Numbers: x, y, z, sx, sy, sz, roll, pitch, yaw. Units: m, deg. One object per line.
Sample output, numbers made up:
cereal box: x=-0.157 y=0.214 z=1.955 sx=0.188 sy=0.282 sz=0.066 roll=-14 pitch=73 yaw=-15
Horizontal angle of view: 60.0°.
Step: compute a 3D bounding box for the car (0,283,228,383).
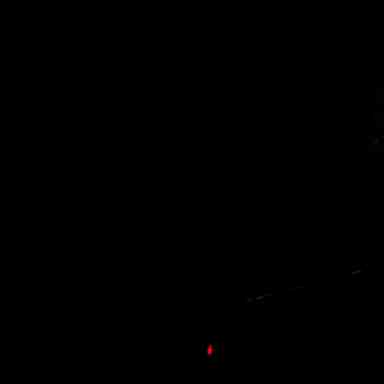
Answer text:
car: x=-2.223 y=1.548 z=2.405 sx=5.357 sy=1.411 sz=2.033 roll=0 pitch=0 yaw=-35
